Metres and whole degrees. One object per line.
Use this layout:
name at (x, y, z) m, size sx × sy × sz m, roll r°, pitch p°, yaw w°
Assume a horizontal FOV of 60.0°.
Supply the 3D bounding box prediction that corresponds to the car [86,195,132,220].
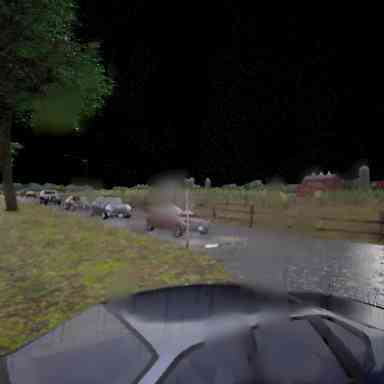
car at (-6.457, 1.138, 26.272) m, size 2.097 × 1.767 × 4.553 m, roll 0°, pitch 1°, yaw -33°

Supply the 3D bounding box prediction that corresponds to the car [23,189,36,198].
car at (-40.711, 0.657, 83.971) m, size 1.882 × 1.535 × 5.008 m, roll 0°, pitch 0°, yaw -33°

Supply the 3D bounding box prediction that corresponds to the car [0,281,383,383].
car at (-0.073, 1.570, 2.641) m, size 5.357 × 1.411 × 2.033 m, roll 1°, pitch -1°, yaw -33°

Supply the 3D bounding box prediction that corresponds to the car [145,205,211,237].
car at (-0.899, 1.445, 17.849) m, size 1.812 × 1.442 × 4.674 m, roll 0°, pitch 1°, yaw -35°

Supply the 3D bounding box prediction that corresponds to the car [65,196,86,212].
car at (-11.852, 1.173, 34.559) m, size 1.837 × 1.490 × 4.892 m, roll 0°, pitch 1°, yaw -32°

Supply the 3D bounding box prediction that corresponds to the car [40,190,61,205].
car at (-20.446, 0.737, 47.886) m, size 2.150 × 2.045 × 5.566 m, roll 0°, pitch 1°, yaw -33°
